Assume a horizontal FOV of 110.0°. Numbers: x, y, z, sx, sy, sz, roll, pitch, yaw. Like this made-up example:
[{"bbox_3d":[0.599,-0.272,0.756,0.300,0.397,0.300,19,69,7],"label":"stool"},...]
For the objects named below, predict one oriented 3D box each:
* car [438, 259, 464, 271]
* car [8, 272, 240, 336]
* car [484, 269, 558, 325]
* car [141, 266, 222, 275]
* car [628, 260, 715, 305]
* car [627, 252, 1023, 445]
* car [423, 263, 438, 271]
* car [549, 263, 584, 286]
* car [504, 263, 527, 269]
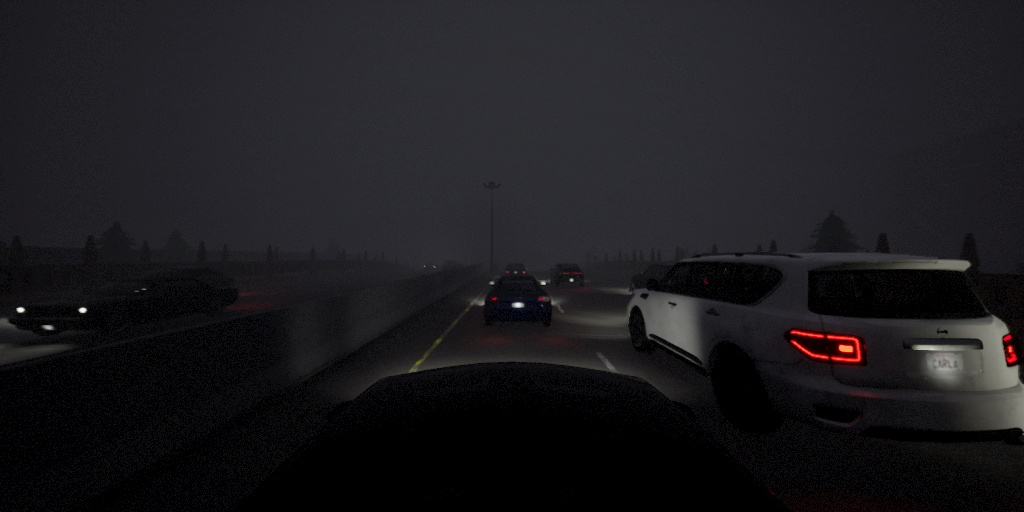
[{"bbox_3d":[-6.778,1.306,41.548,1.895,1.301,4.718,0,0,1],"label":"car"},{"bbox_3d":[-10.550,1.319,10.370,1.895,1.301,4.718,0,0,0],"label":"car"},{"bbox_3d":[0.174,1.306,11.770,1.994,1.385,4.181,0,0,0],"label":"car"},{"bbox_3d":[-14.016,1.211,14.927,1.837,1.490,4.892,0,0,0],"label":"car"},{"bbox_3d":[7.201,1.106,16.836,2.097,1.767,4.553,0,0,0],"label":"car"},{"bbox_3d":[3.632,0.977,5.689,2.150,2.045,5.566,0,0,0],"label":"car"},{"bbox_3d":[-13.593,1.909,61.000,2.097,1.767,4.553,0,-5,0],"label":"car"},{"bbox_3d":[3.754,1.244,24.920,1.837,1.490,4.892,0,0,0],"label":"car"},{"bbox_3d":[0.285,1.275,29.584,2.033,1.411,5.357,0,0,0],"label":"car"}]
